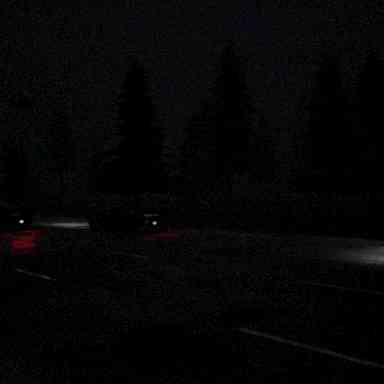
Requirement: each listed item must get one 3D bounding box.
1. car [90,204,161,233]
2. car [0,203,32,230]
[{"bbox_3d":[-4.038,1.491,19.771,4.902,1.511,2.128,0,0,36],"label":"car"},{"bbox_3d":[-12.143,1.504,21.254,4.892,1.490,1.837,0,0,36],"label":"car"}]
